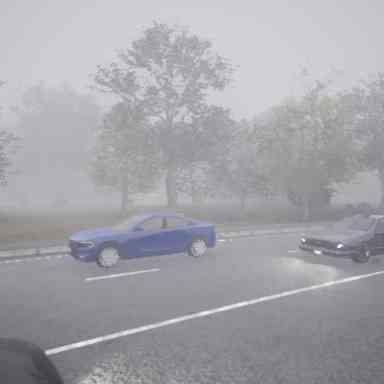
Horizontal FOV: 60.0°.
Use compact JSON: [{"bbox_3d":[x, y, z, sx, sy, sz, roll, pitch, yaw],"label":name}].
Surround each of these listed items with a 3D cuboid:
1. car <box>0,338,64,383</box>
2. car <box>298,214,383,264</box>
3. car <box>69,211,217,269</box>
[{"bbox_3d":[-2.728,1.553,1.637,4.181,1.385,1.994,0,0,-36],"label":"car"},{"bbox_3d":[6.300,1.520,11.844,5.357,1.411,2.033,0,0,-30],"label":"car"},{"bbox_3d":[-1.499,1.438,11.177,5.008,1.535,1.882,0,0,-32],"label":"car"}]
